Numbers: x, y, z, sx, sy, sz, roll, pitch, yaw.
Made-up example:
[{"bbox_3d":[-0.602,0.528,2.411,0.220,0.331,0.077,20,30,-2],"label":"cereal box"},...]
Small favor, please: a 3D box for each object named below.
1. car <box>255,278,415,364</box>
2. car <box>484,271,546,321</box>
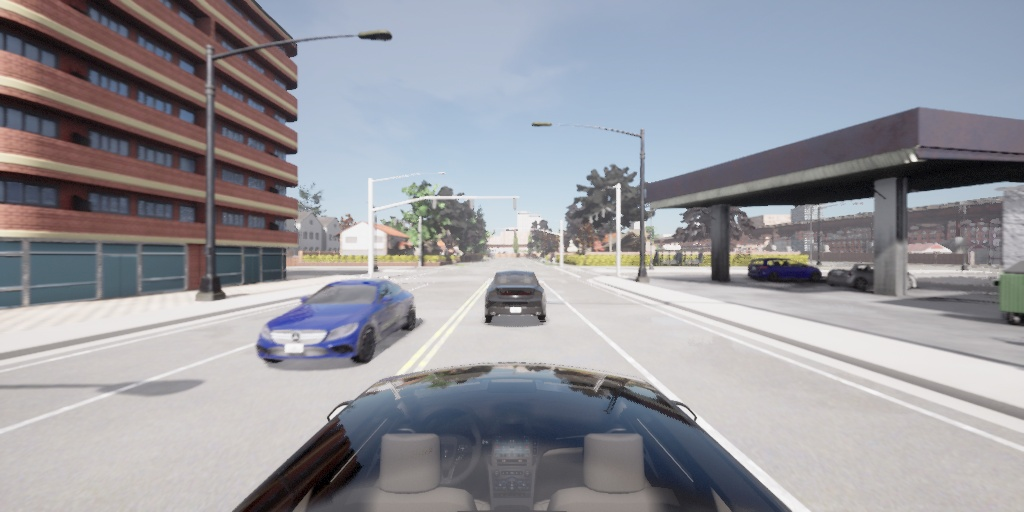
[{"bbox_3d":[-3.555,1.260,8.218,1.812,1.442,4.674,0,0,0],"label":"car"},{"bbox_3d":[0.101,1.230,12.259,1.837,1.490,4.892,0,0,0],"label":"car"}]
